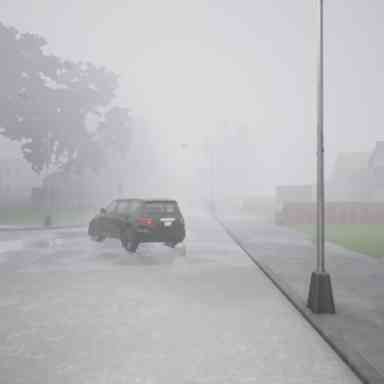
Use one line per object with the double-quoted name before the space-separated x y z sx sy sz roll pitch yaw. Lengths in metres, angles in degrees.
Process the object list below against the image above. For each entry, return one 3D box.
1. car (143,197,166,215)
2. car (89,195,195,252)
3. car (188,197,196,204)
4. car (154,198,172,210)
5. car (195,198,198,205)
"car" -4.099 1.492 37.105 2.097 1.767 4.553 0 0 0
"car" -2.540 1.277 14.448 2.150 2.045 5.566 2 -1 -38
"car" -0.014 1.774 72.733 1.837 1.490 4.892 0 0 0
"car" -4.068 1.671 47.506 2.128 1.511 4.902 0 0 0
"car" 0.012 1.767 64.066 1.812 1.442 4.674 0 0 0
